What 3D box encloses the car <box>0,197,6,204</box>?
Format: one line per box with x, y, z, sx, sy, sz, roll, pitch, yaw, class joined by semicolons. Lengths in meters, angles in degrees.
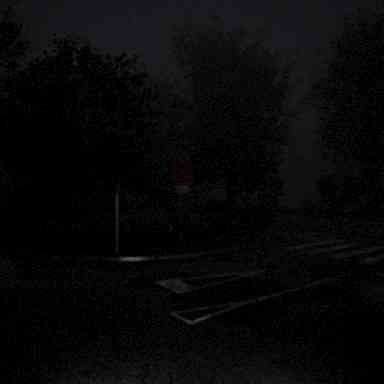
-43.495;1.781;72.563;4.892;1.521;2.231;0;0;-37;car

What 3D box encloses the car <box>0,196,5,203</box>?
-45.180;1.788;74.830;5.008;1.535;2.097;0;0;-37;car

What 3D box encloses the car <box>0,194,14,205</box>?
-35.117;1.594;61.190;4.553;1.767;2.185;0;0;-37;car

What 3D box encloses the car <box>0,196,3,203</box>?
-46.863;1.795;77.097;5.008;1.535;2.097;0;0;-37;car
